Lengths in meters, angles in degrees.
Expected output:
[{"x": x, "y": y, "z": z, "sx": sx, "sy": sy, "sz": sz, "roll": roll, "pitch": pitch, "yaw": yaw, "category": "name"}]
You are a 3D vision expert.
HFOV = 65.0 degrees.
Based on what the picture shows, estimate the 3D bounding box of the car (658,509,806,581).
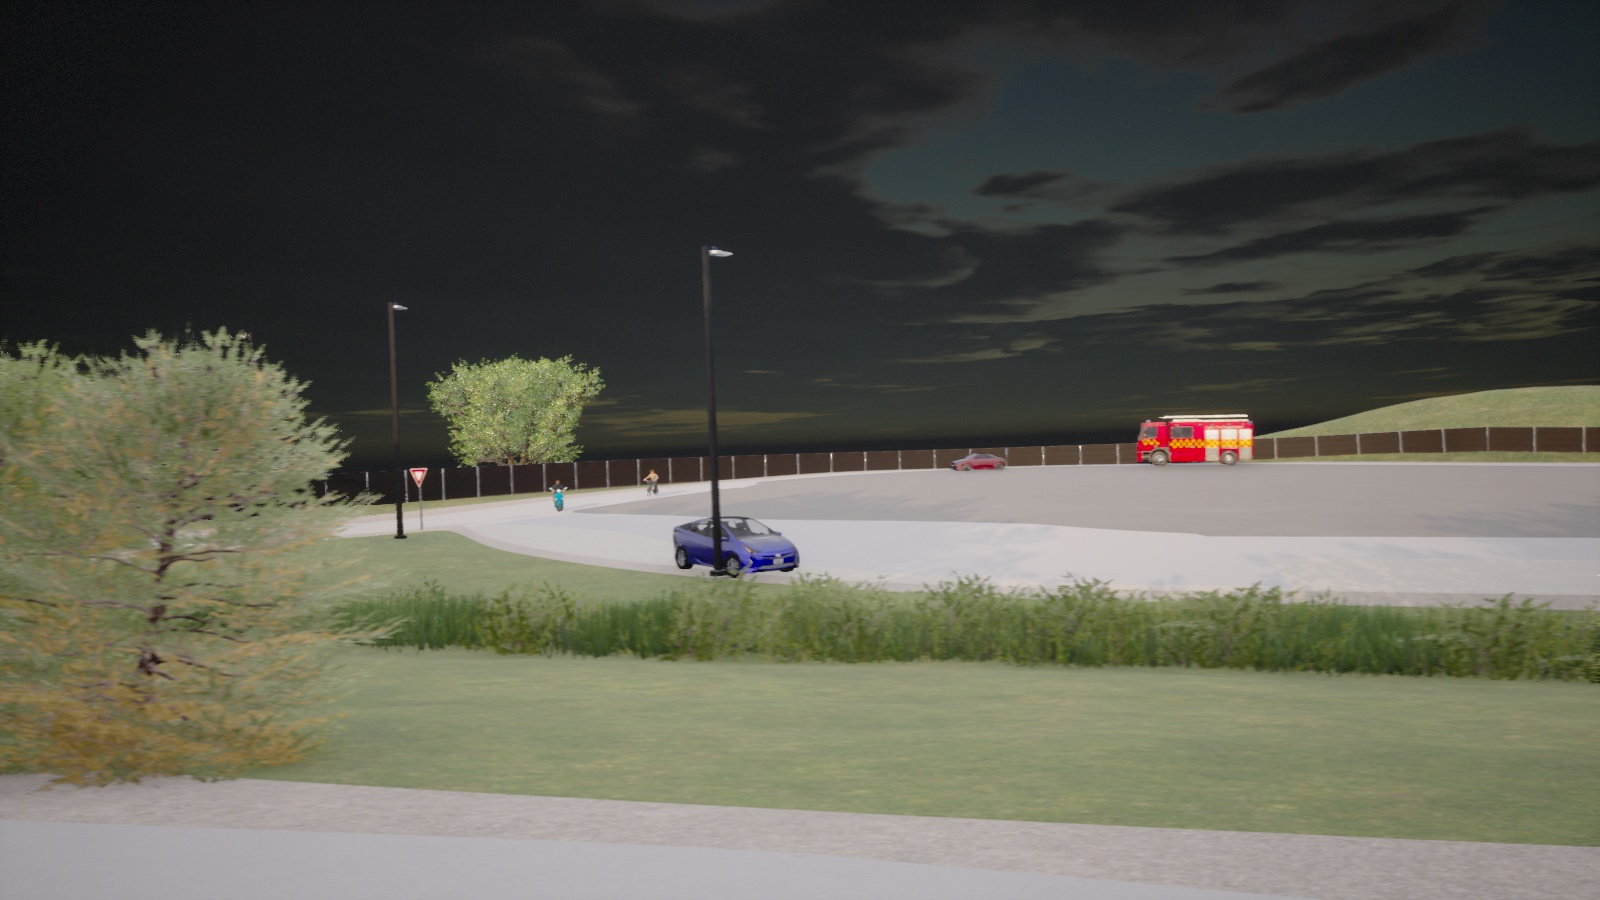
[{"x": -1.988, "y": 2.617, "z": 35.568, "sx": 2.007, "sy": 1.525, "sz": 4.514, "roll": -3, "pitch": 3, "yaw": -36, "category": "car"}]

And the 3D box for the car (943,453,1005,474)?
[{"x": 13.176, "y": 1.021, "z": 94.979, "sx": 4.181, "sy": 1.385, "sz": 1.994, "roll": -1, "pitch": 3, "yaw": -15, "category": "car"}]

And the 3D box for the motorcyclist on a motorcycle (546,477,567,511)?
[{"x": -12.273, "y": 2.207, "z": 63.197, "sx": 0.866, "sy": 1.590, "sz": 1.817, "roll": -2, "pitch": 2, "yaw": -16, "category": "motorcyclist on a motorcycle"}]
